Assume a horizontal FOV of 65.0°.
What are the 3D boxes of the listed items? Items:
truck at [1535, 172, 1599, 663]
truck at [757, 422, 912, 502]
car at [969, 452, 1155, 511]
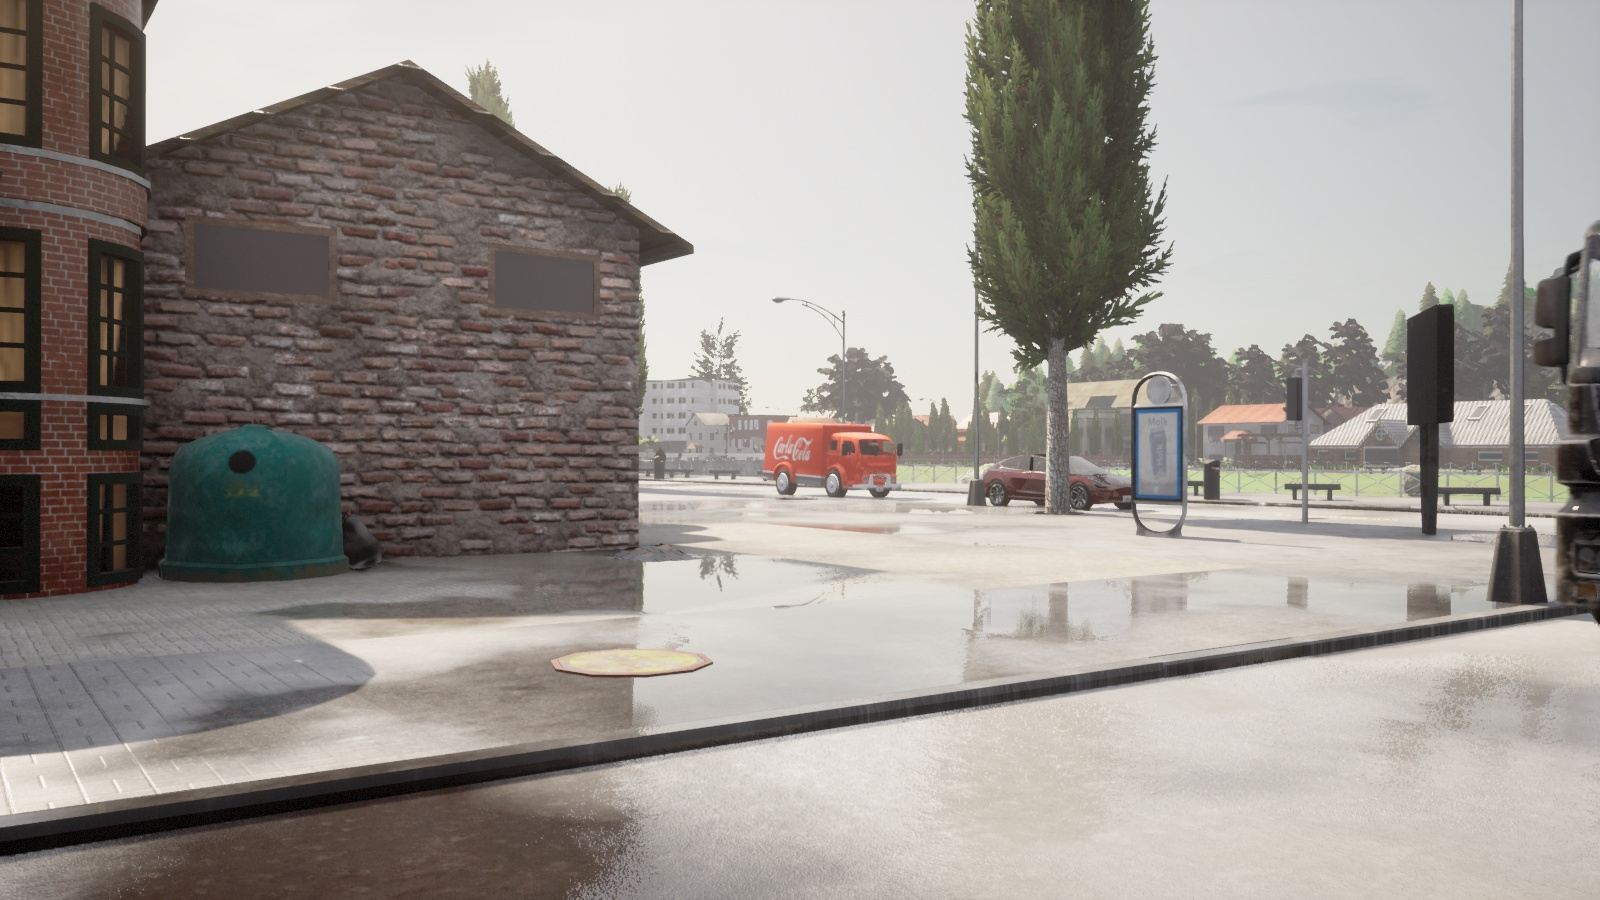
[{"bbox_3d":[9.221,-0.226,10.864,7.936,3.462,2.891,0,0,-44],"label":"truck"},{"bbox_3d":[1.090,0.329,42.807,2.627,2.467,5.204,0,2,-35],"label":"truck"},{"bbox_3d":[7.044,0.813,34.264,2.163,1.488,4.792,0,0,-35],"label":"car"}]
